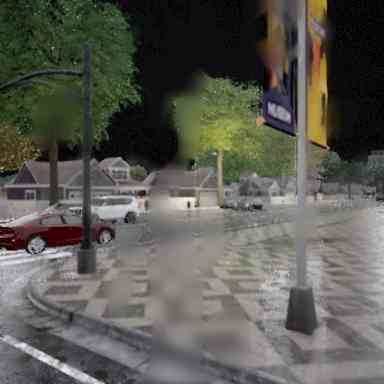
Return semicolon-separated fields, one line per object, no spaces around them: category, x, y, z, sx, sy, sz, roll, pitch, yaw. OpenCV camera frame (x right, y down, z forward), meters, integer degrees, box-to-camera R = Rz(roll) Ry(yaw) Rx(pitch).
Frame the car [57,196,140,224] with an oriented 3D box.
car;-6.220;1.301;23.565;2.150;2.045;5.566;0;0;38

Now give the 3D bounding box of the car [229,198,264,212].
car;6.938;1.494;40.246;2.097;1.767;4.553;0;0;38

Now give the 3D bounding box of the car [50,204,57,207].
car;-9.541;1.573;24.601;1.837;1.490;4.892;0;1;38

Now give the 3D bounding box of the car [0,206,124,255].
car;-5.505;1.552;13.810;1.882;1.535;5.008;0;0;38

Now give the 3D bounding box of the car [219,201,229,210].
car;5.717;1.691;43.937;2.033;1.411;5.357;0;0;39
